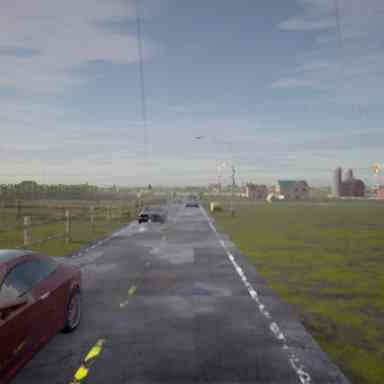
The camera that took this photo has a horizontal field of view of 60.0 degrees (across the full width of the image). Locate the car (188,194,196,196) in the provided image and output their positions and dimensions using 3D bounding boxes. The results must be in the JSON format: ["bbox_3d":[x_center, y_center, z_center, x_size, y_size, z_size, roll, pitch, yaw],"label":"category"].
[{"bbox_3d":[-0.005,1.435,66.204,2.150,2.045,5.566,0,0,0],"label":"car"}]

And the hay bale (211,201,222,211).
[{"bbox_3d":[3.129,1.788,42.808,1.220,1.180,1.240,1,1,0],"label":"hay bale"}]

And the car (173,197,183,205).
[{"bbox_3d":[-2.767,1.689,66.027,1.837,1.490,4.892,0,0,0],"label":"car"}]

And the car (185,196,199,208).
[{"bbox_3d":[0.001,1.724,51.534,1.994,1.385,4.181,0,0,0],"label":"car"}]

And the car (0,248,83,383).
[{"bbox_3d":[-2.810,1.539,4.138,1.812,1.442,4.674,0,0,1],"label":"car"}]

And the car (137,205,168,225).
[{"bbox_3d":[-2.851,1.676,24.783,1.895,1.301,4.718,0,0,0],"label":"car"}]
